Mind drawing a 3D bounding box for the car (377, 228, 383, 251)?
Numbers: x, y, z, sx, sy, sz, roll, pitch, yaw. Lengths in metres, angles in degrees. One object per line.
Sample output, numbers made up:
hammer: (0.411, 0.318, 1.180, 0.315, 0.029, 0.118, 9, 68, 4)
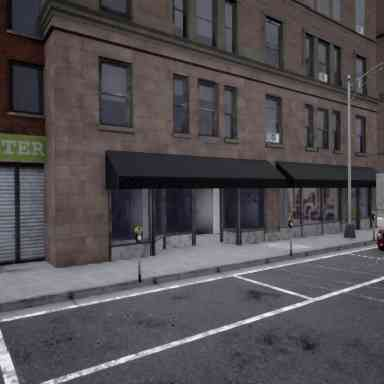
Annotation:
car: (8.899, 1.541, 12.894, 4.507, 1.381, 1.887, 0, -1, -36)
